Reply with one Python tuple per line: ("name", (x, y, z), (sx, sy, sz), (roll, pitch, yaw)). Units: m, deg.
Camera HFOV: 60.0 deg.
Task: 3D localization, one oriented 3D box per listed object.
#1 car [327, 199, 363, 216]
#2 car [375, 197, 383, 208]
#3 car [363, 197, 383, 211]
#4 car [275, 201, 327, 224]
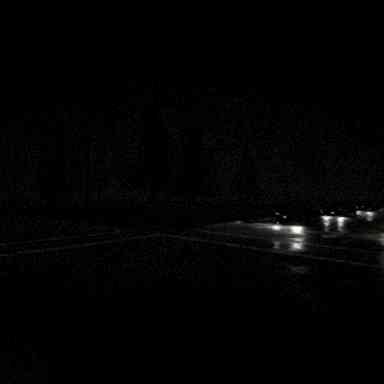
("car", (14.178, 1.463, 31.507), (2.033, 1.411, 5.357), (0, 0, 41))
("car", (27.065, 1.424, 46.261), (1.812, 1.442, 4.674), (0, 0, 42))
("car", (20.325, 1.471, 38.579), (1.994, 1.385, 4.181), (0, 0, 41))
("car", (7.803, 1.429, 24.143), (1.837, 1.490, 4.892), (0, 0, 41))
